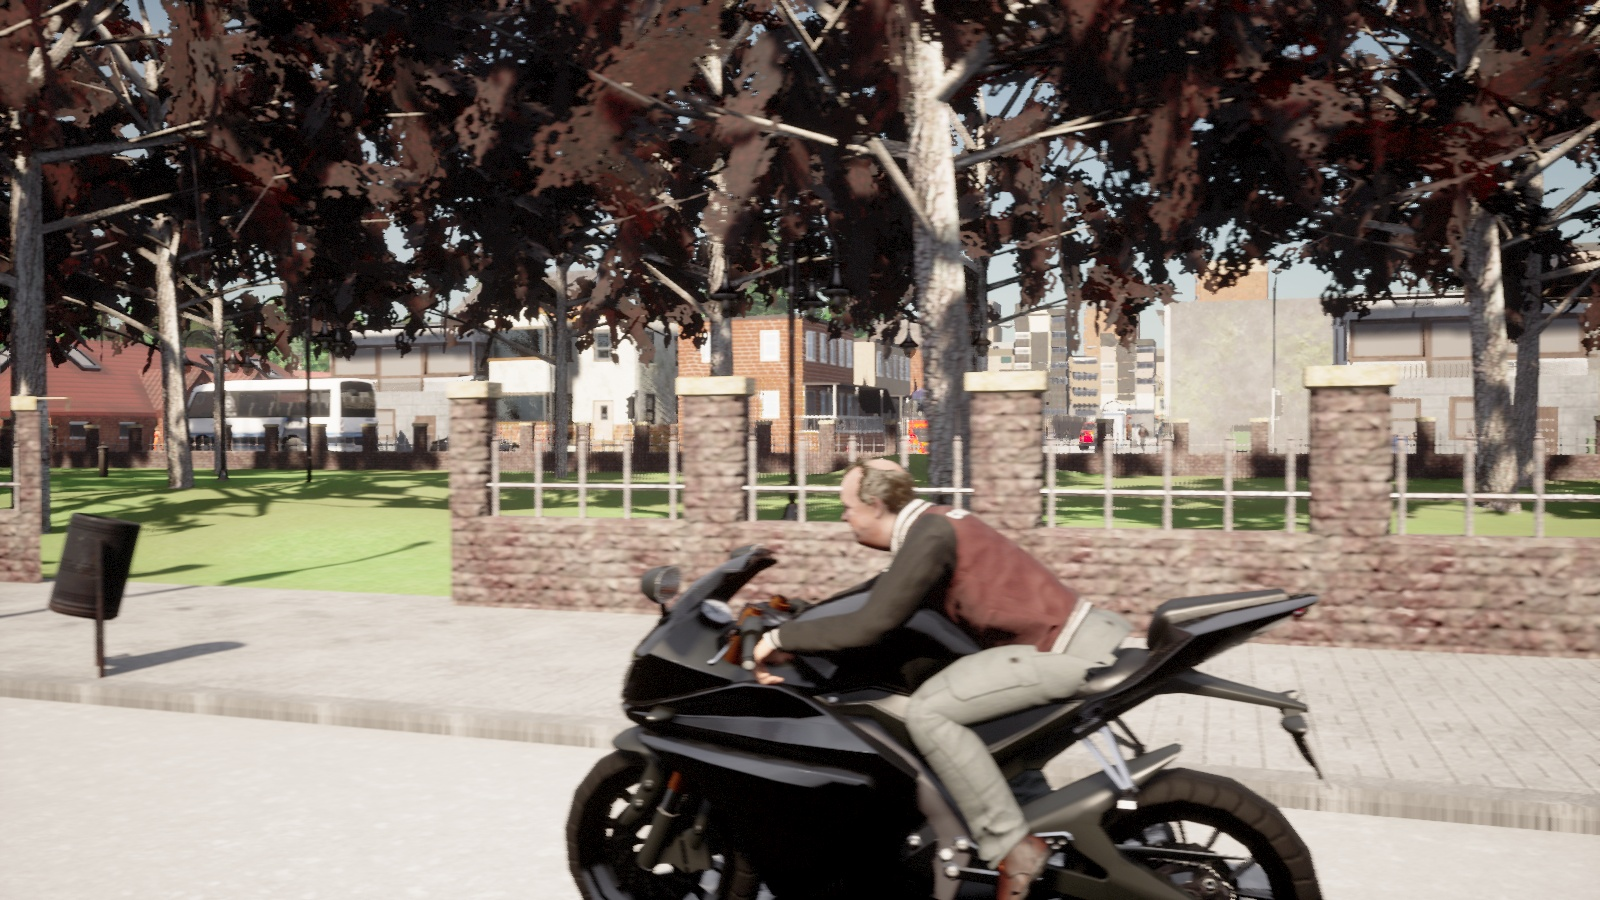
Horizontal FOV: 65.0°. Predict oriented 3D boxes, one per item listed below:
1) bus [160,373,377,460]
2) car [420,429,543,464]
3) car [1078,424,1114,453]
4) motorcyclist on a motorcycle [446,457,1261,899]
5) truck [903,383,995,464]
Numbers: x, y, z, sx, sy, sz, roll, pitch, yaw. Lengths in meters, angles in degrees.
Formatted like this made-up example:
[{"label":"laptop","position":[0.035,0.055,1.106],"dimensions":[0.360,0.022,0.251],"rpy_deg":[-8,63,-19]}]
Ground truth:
[{"label":"bus","position":[-27.480,-1.694,64.987],"dimensions":[10.273,4.253,3.944],"rpy_deg":[1,1,19]},{"label":"car","position":[-14.244,-0.171,56.230],"dimensions":[4.902,1.511,2.128],"rpy_deg":[0,1,16]},{"label":"car","position":[22.114,-0.871,93.706],"dimensions":[2.150,2.045,5.566],"rpy_deg":[1,1,19]},{"label":"motorcyclist on a motorcycle","position":[0.159,0.803,3.667],"dimensions":[2.191,1.530,0.866],"rpy_deg":[1,1,19]},{"label":"truck","position":[7.665,-1.325,63.440],"dimensions":[2.891,3.827,8.468],"rpy_deg":[1,1,19]}]
